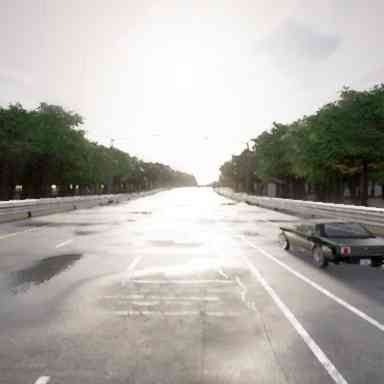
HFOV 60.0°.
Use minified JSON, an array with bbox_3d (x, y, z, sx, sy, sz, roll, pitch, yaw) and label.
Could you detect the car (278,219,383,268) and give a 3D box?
[{"bbox_3d":[4.461,1.558,11.058,1.895,1.301,4.718,0,0,-4],"label":"car"}]
